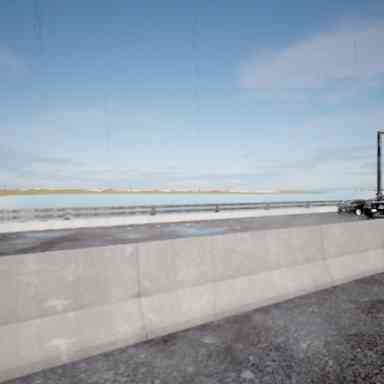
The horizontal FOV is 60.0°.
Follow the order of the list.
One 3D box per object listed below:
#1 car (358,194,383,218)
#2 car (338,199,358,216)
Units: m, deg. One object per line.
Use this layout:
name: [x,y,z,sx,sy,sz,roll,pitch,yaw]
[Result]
car: [17.174,1.175,28.799,5.566,2.045,2.150,0,0,-35]
car: [16.172,1.429,32.355,5.008,1.535,1.882,0,0,-35]
